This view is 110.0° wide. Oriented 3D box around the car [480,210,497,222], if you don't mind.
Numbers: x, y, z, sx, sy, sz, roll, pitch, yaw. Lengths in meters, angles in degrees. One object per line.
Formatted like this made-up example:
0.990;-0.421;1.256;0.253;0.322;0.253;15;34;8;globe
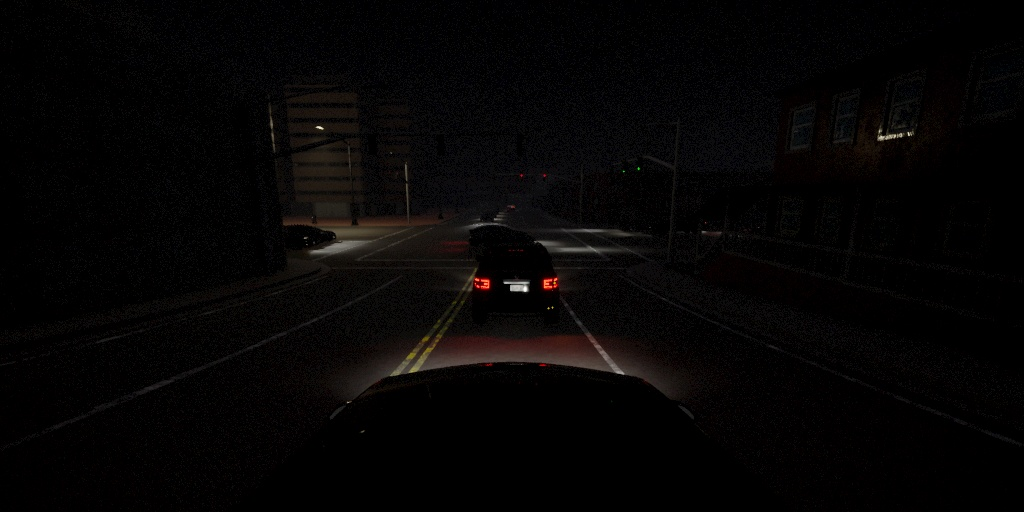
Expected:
-3.712;-5.869;54.089;1.895;1.301;4.718;0;10;0;car

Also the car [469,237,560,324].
0.066;0.604;10.710;2.150;2.045;5.566;0;4;-1;car

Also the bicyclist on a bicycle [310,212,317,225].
-25.365;-4.774;45.827;0.582;1.620;1.656;0;10;0;bicyclist on a bicycle

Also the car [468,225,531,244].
-0.731;-1.215;26.138;4.902;1.511;2.128;0;10;0;car

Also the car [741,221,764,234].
26.682;-2.963;36.664;4.674;1.442;1.812;0;10;0;car

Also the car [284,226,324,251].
-16.852;-1.211;26.151;4.892;1.490;1.837;0;10;0;car

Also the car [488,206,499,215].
-3.707;-7.435;62.836;1.812;1.442;4.674;0;10;0;car

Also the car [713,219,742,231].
23.843;-3.554;40.113;4.674;1.442;1.812;0;10;0;car

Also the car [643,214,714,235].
16.886;-3.269;36.630;5.566;2.045;2.150;0;10;0;car

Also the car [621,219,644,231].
14.764;-3.487;40.156;4.718;1.301;1.895;0;10;0;car

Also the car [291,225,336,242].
-17.161;-1.800;29.607;4.892;1.490;1.837;0;10;0;car
